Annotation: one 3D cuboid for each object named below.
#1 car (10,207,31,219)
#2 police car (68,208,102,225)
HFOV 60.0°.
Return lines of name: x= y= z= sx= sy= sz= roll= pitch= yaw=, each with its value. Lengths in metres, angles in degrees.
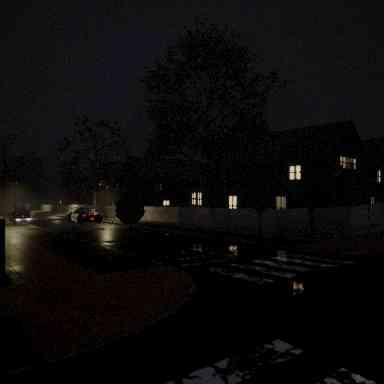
car: x=-22.836 y=2.728 z=44.170 sx=2.033 sy=1.411 sz=5.357 roll=1 pitch=-2 yaw=-36
police car: x=-10.211 y=2.270 z=31.322 sx=2.038 sy=1.542 sz=4.974 roll=1 pitch=-2 yaw=-36
